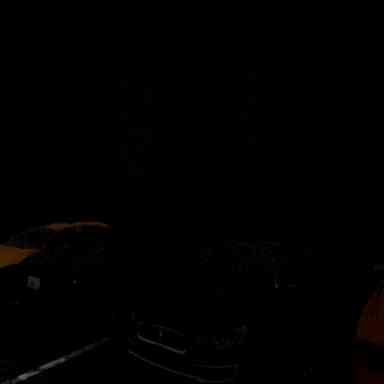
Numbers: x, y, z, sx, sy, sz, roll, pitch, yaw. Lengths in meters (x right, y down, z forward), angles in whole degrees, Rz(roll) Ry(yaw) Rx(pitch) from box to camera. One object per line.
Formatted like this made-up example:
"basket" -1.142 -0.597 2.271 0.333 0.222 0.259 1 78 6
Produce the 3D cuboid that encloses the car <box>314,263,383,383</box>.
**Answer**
"car" 3.279 1.480 4.025 2.097 1.535 5.008 0 0 36

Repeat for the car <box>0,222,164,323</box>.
"car" -1.180 1.505 7.252 2.163 1.488 4.792 0 0 36

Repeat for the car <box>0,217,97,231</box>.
"car" -3.551 1.463 8.681 1.946 1.575 5.366 0 0 36

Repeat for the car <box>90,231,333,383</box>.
"car" 1.045 1.479 5.635 2.231 1.521 4.892 0 0 36
